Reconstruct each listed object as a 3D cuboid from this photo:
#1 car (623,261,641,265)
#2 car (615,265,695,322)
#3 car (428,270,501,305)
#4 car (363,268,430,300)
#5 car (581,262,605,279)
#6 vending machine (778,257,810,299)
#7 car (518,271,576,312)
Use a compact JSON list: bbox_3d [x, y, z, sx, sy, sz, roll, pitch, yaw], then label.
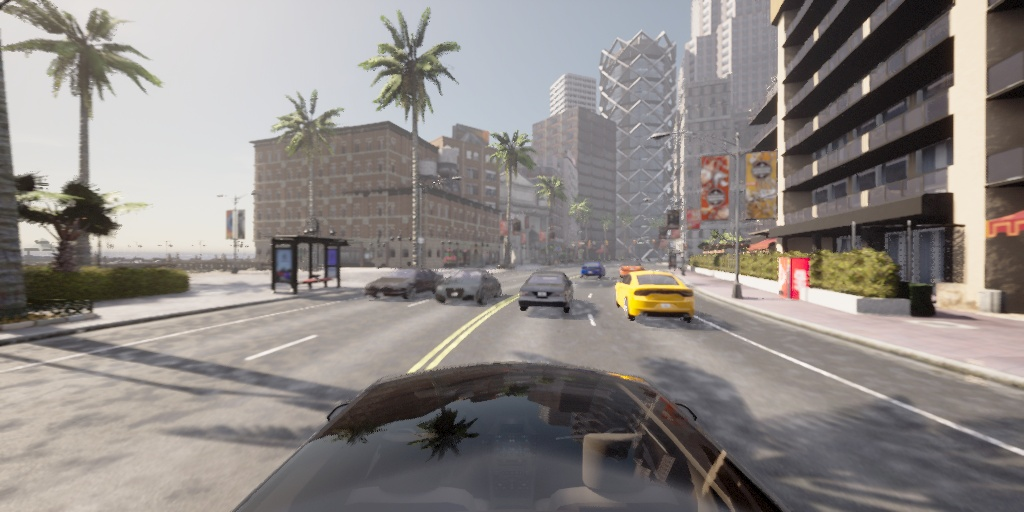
[{"bbox_3d":[11.151,1.206,33.245,2.097,1.767,4.553,0,0,20],"label":"car"},{"bbox_3d":[4.806,1.269,12.655,1.882,1.535,5.008,0,0,10],"label":"car"},{"bbox_3d":[-1.832,1.320,16.105,1.994,1.385,4.181,0,0,13],"label":"car"},{"bbox_3d":[-5.064,1.287,17.902,2.033,1.411,5.357,0,0,13],"label":"car"},{"bbox_3d":[7.836,1.313,34.396,1.882,1.535,5.008,0,0,20],"label":"car"},{"bbox_3d":[12.928,1.039,16.453,1.100,2.100,0.880,0,0,15],"label":"vending machine"},{"bbox_3d":[1.501,1.321,14.418,2.033,1.411,5.357,0,0,12],"label":"car"}]
